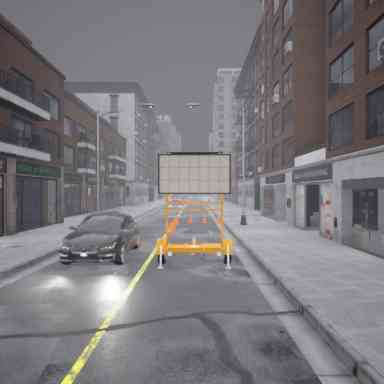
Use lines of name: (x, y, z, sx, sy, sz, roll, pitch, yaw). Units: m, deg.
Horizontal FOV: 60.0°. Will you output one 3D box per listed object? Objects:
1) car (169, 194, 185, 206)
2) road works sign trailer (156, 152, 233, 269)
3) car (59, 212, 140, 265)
car: (-2.669, 1.321, 54.792, 2.097, 1.767, 4.553, 0, 0, 1)
road works sign trailer: (0.084, 0.463, 11.170, 2.380, 3.560, 2.880, 0, 0, 0)
car: (-3.011, 1.503, 11.736, 1.837, 1.490, 4.892, 0, 0, 0)
